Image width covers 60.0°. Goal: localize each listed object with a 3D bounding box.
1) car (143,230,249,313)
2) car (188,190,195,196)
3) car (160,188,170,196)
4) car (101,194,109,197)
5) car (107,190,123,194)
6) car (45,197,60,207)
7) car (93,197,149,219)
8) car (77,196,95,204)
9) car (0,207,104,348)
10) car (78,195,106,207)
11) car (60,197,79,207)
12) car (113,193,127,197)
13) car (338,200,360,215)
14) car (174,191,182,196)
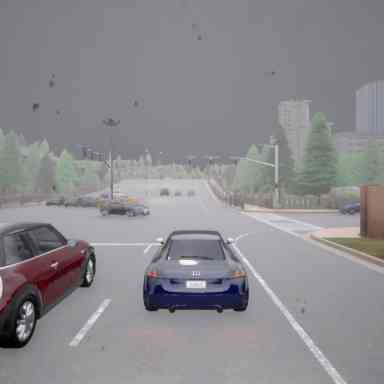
[{"bbox_3d":[0.078,1.564,7.739,1.994,1.385,4.181,0,0,0],"label":"car"},{"bbox_3d":[-0.142,0.242,88.047,2.033,1.411,5.357,0,7,0],"label":"car"},{"bbox_3d":[-7.143,-0.093,88.214,2.150,2.045,5.566,0,7,0],"label":"car"},{"bbox_3d":[-17.546,1.596,63.046,1.895,1.301,4.718,0,0,0],"label":"car"},{"bbox_3d":[-17.591,0.681,78.369,2.150,2.045,5.566,0,3,0],"label":"car"},{"bbox_3d":[-21.082,1.547,52.224,2.033,1.411,5.357,0,0,0],"label":"car"},{"bbox_3d":[-6.017,1.491,29.460,4.902,1.511,2.128,0,0,31],"label":"car"},{"bbox_3d":[-21.027,1.503,66.186,2.033,1.411,5.357,0,0,0],"label":"car"},{"bbox_3d":[-3.431,1.352,6.443,2.097,1.767,4.553,0,0,0],"label":"car"},{"bbox_3d":[-14.088,1.564,47.172,1.994,1.385,4.181,0,0,0],"label":"car"},{"bbox_3d":[-17.584,1.502,49.859,1.837,1.490,4.892,0,1,0],"label":"car"},{"bbox_3d":[-14.039,1.482,67.785,2.033,1.411,5.357,0,1,0],"label":"car"},{"bbox_3d":[17.097,1.526,33.157,4.674,1.442,1.812,0,0,0],"label":"car"},{"bbox_3d":[-3.642,0.310,87.959,1.895,1.301,4.718,0,7,0],"label":"car"}]
